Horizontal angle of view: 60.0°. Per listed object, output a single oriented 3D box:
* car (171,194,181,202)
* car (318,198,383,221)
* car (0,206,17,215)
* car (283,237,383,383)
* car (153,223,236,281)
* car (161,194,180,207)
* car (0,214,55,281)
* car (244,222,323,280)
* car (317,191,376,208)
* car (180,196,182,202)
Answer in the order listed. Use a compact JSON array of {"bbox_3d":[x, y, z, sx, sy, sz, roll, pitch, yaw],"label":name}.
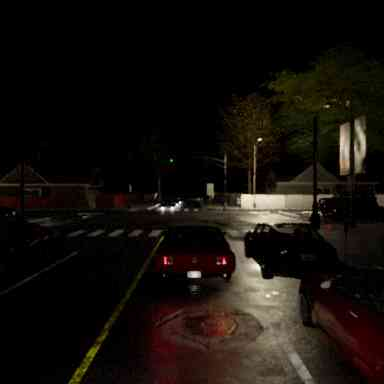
[{"bbox_3d":[-3.136,1.158,66.236,1.837,1.490,4.892,0,0,0],"label":"car"},{"bbox_3d":[11.429,1.315,22.695,4.674,1.442,1.812,0,0,-1],"label":"car"},{"bbox_3d":[-16.256,1.441,25.871,4.892,1.490,1.837,0,0,-1],"label":"car"},{"bbox_3d":[2.636,1.557,4.072,1.802,1.307,4.206,0,0,0],"label":"car"},{"bbox_3d":[0.069,1.543,9.649,1.895,1.301,4.718,0,0,0],"label":"car"},{"bbox_3d":[-3.157,1.296,45.911,2.033,1.411,5.357,0,0,0],"label":"car"},{"bbox_3d":[-5.395,1.525,9.581,1.802,1.307,4.206,0,0,0],"label":"car"},{"bbox_3d":[2.630,1.508,9.590,1.947,1.339,4.313,0,0,0],"label":"car"},{"bbox_3d":[15.163,0.928,32.572,5.566,2.045,2.150,0,0,0],"label":"car"},{"bbox_3d":[-3.176,1.192,55.874,2.128,1.511,4.902,0,0,0],"label":"car"}]
